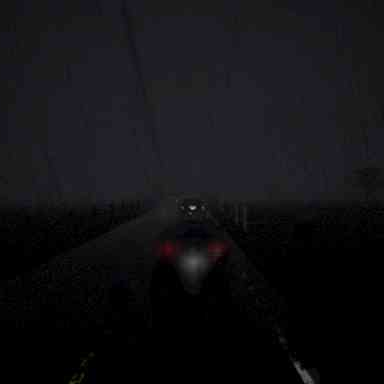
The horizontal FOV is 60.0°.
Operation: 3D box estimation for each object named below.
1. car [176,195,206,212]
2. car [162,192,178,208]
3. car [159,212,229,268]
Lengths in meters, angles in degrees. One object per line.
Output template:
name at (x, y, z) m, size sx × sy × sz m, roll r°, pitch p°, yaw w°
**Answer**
car at (0.068, 1.269, 27.169) m, size 2.097 × 1.767 × 4.553 m, roll 0°, pitch 0°, yaw 0°
car at (-2.840, 1.088, 46.340) m, size 2.150 × 2.045 × 5.566 m, roll 0°, pitch 0°, yaw 0°
car at (0.064, 1.566, 11.060) m, size 1.895 × 1.301 × 4.718 m, roll 0°, pitch 0°, yaw 0°
